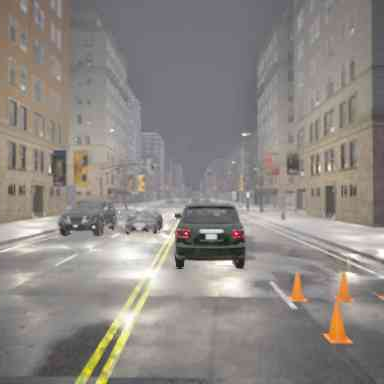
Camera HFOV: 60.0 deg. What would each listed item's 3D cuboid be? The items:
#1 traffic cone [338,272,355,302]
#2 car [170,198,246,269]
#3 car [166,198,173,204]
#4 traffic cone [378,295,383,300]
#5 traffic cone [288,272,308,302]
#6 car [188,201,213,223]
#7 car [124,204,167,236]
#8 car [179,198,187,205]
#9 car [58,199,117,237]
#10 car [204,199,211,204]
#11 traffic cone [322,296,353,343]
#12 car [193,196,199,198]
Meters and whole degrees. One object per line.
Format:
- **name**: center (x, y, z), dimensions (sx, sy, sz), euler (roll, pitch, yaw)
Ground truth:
- **traffic cone**: center (3.300, 2.043, 7.238), dimensions (0.340, 0.580, 0.340), euler (0, -1, 0)
- **car**: center (0.558, 1.362, 11.879), dimensions (2.150, 2.045, 5.566), euler (0, -1, 0)
- **car**: center (-5.516, 2.384, 86.140), dimensions (2.097, 1.767, 4.553), euler (0, -1, 0)
- **traffic cone**: center (4.300, 2.043, 7.231), dimensions (0.340, 0.580, 0.340), euler (0, -1, 0)
- **traffic cone**: center (2.300, 2.042, 7.245), dimensions (0.340, 0.580, 0.340), euler (0, -1, 0)
- **car**: center (0.690, 1.709, 30.040), dimensions (2.097, 1.767, 4.553), euler (0, -1, 0)
- **car**: center (-2.819, 1.732, 20.361), dimensions (2.128, 1.511, 4.902), euler (0, -1, 1)
- **car**: center (-2.266, 2.386, 86.117), dimensions (2.097, 1.767, 4.553), euler (0, -1, 0)
- **car**: center (-6.074, 1.459, 20.155), dimensions (2.150, 2.045, 5.566), euler (0, -1, 0)
- **car**: center (4.275, 2.597, 91.843), dimensions (1.837, 1.490, 4.892), euler (0, -1, 0)
- **traffic cone**: center (2.286, 2.019, 5.245), dimensions (0.340, 0.580, 0.340), euler (0, -1, 0)
- **car**: center (1.025, 2.321, 91.899), dimensions (2.150, 2.045, 5.566), euler (0, -1, 0)
